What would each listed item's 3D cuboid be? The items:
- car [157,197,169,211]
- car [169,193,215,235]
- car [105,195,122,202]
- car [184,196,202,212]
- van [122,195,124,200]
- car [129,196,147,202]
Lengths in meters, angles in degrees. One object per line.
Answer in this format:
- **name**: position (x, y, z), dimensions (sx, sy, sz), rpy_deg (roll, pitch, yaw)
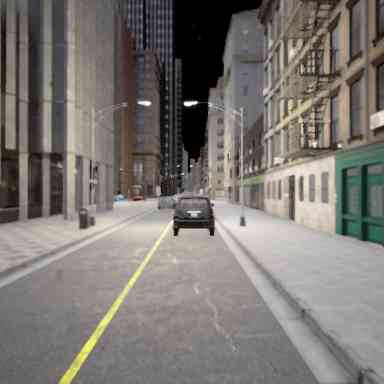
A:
- **car**: position (-3.089, 1.356, 41.254), dimensions (2.097, 1.767, 4.553), rpy_deg (0, 0, 0)
- **car**: position (0.103, 1.219, 18.784), dimensions (2.150, 2.045, 5.566), rpy_deg (0, 0, 0)
- **car**: position (-19.628, 1.542, 77.463), dimensions (5.009, 1.841, 2.192), rpy_deg (-1, 0, 0)
- **car**: position (0.106, 1.355, 39.917), dimensions (2.097, 1.767, 4.553), rpy_deg (0, 0, 0)
- **van**: position (-19.607, 1.613, 85.989), dimensions (3.998, 1.788, 1.690), rpy_deg (-1, 0, 0)
- **car**: position (-13.980, 1.749, 85.970), dimensions (4.507, 1.381, 1.887), rpy_deg (-1, 0, 0)
